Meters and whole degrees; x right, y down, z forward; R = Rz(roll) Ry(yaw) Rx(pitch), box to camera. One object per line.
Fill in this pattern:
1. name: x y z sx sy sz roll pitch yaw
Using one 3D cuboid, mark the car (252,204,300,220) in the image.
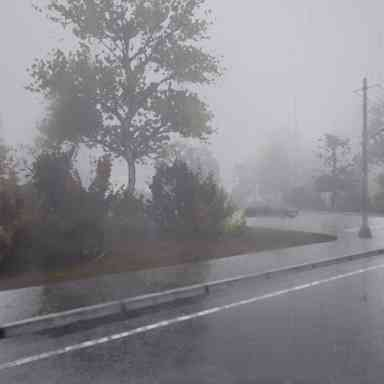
1. car: 7.154 1.730 29.604 1.895 1.301 4.718 0 -1 -40
